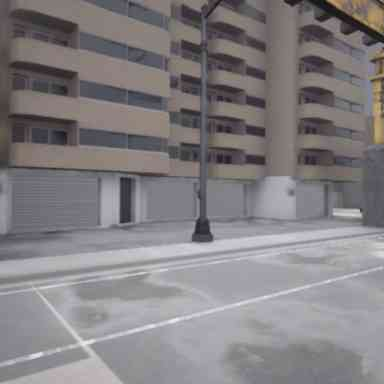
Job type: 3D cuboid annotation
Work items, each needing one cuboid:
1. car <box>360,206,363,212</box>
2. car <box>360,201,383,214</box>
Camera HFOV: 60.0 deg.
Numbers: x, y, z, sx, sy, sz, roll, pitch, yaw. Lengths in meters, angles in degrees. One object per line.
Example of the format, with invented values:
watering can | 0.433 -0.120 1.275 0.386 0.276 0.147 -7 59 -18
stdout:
car | 20.053 1.793 34.857 2.038 1.542 4.974 0 0 -11
car | 20.045 1.635 34.909 1.853 1.218 4.536 0 0 -11
